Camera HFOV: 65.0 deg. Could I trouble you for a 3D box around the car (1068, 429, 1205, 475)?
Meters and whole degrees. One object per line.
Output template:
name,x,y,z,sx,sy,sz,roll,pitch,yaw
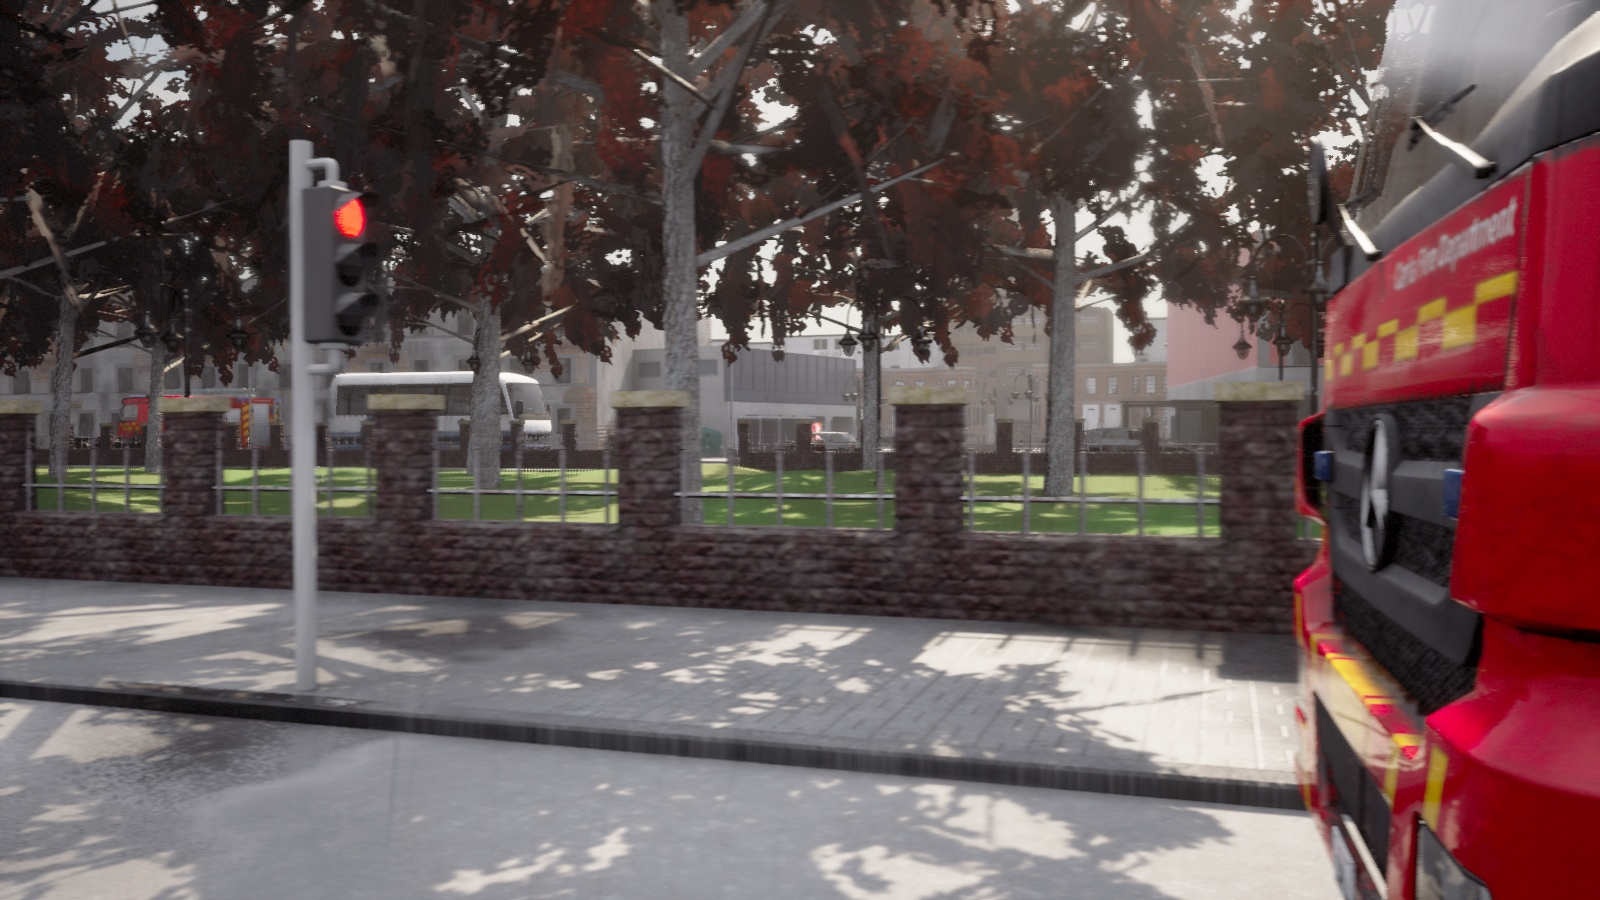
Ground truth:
car,12.680,0.048,47.242,4.856,1.649,2.033,1,1,19

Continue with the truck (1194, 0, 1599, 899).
truck,5.157,-0.352,2.081,8.468,3.827,2.891,0,1,15

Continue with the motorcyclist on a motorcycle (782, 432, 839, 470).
motorcyclist on a motorcycle,0.434,0.040,51.362,2.191,1.530,0.866,1,1,19

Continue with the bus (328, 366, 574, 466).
bus,-15.769,-1.521,56.783,10.273,4.253,3.944,1,1,19

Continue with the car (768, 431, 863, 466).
car,0.701,-0.095,55.491,3.806,1.475,1.970,1,1,19

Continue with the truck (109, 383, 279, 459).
truck,-32.093,-1.527,66.468,8.468,3.827,2.891,1,1,19

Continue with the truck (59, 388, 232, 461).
truck,-32.522,-1.280,62.396,7.936,3.462,2.891,1,1,19
